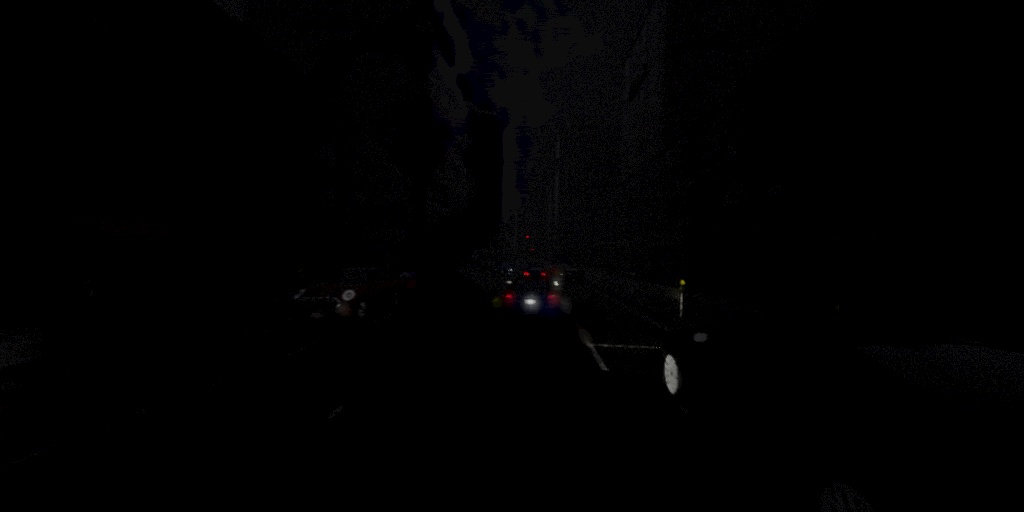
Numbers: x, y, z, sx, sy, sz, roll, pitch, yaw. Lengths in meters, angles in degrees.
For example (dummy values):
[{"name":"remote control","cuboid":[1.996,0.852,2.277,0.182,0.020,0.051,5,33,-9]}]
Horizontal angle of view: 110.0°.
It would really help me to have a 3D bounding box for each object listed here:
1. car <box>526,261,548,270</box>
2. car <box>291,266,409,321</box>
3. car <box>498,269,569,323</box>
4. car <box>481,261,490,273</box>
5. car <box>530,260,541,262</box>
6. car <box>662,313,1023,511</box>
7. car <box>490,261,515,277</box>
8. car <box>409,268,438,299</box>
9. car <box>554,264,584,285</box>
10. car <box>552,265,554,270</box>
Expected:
[{"name":"car","cuboid":[1.722,1.387,26.869,1.812,1.442,4.674,1,0,4]},{"name":"car","cuboid":[-5.149,1.086,11.679,1.967,1.591,4.097,0,0,4]},{"name":"car","cuboid":[0.713,1.362,12.571,1.994,1.385,4.181,1,0,4]},{"name":"car","cuboid":[-2.792,1.332,45.111,1.888,1.381,4.507,0,0,4]},{"name":"car","cuboid":[2.663,1.270,41.581,2.097,1.767,4.553,1,0,4]},{"name":"car","cuboid":[3.125,1.312,3.552,1.882,1.535,5.008,1,0,4]},{"name":"car","cuboid":[-0.717,1.300,37.108,1.882,1.535,5.008,1,-1,5]},{"name":"car","cuboid":[-4.756,1.254,17.252,1.802,1.307,4.207,0,0,4]},{"name":"car","cuboid":[4.547,1.486,27.795,2.007,1.370,4.403,0,0,4]},{"name":"car","cuboid":[4.953,1.484,33.536,1.751,1.417,4.829,0,0,4]}]
